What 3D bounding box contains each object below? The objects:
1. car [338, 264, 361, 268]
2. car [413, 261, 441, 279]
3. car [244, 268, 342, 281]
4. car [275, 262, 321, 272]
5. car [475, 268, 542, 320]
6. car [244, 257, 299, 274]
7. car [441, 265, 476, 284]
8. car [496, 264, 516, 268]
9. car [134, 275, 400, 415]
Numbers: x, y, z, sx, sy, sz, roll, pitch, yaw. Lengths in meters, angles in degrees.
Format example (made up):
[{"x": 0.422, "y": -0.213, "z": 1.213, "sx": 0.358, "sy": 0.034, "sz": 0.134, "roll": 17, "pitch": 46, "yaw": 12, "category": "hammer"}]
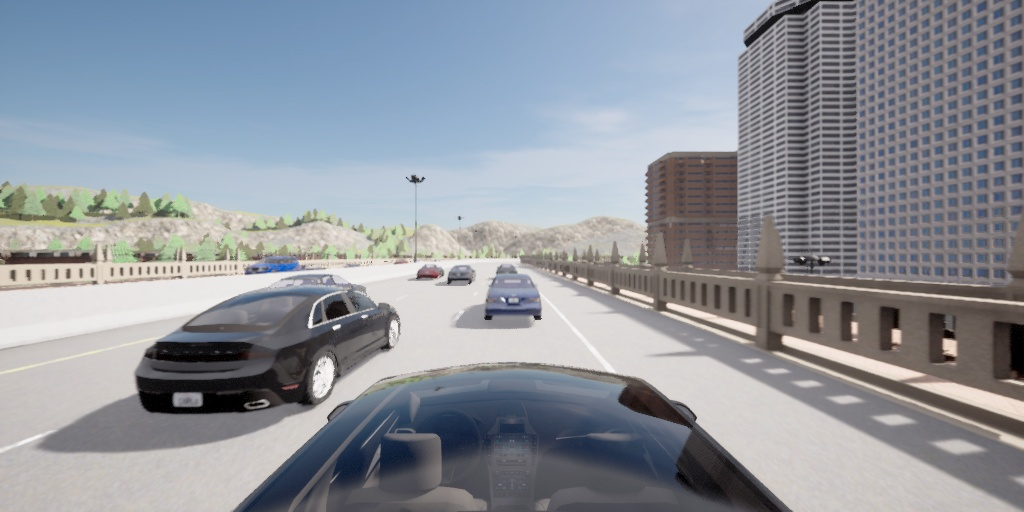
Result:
[{"x": -14.695, "y": 1.413, "z": 32.653, "sx": 1.994, "sy": 1.385, "sz": 4.181, "roll": 0, "pitch": 0, "yaw": -2, "category": "car"}, {"x": -7.524, "y": 1.416, "z": 33.440, "sx": 1.994, "sy": 1.385, "sz": 4.181, "roll": 0, "pitch": 0, "yaw": -2, "category": "car"}, {"x": -6.992, "y": 1.333, "z": 12.819, "sx": 2.033, "sy": 1.411, "sz": 5.357, "roll": 0, "pitch": 0, "yaw": -1, "category": "car"}, {"x": -18.165, "y": 1.446, "z": 31.501, "sx": 1.895, "sy": 1.301, "sz": 4.718, "roll": 0, "pitch": 0, "yaw": -2, "category": "car"}, {"x": 0.008, "y": 1.334, "z": 12.844, "sx": 2.033, "sy": 1.411, "sz": 5.357, "roll": 0, "pitch": 0, "yaw": -1, "category": "car"}, {"x": -21.705, "y": 1.071, "z": 32.853, "sx": 2.150, "sy": 2.045, "sz": 5.566, "roll": 0, "pitch": 0, "yaw": -2, "category": "car"}, {"x": -3.865, "y": 1.382, "z": 27.952, "sx": 2.033, "sy": 1.411, "sz": 5.357, "roll": 0, "pitch": 0, "yaw": -2, "category": "car"}, {"x": -0.524, "y": 1.418, "z": 33.572, "sx": 1.994, "sy": 1.385, "sz": 4.181, "roll": 0, "pitch": 0, "yaw": -2, "category": "car"}, {"x": -3.453, "y": 1.271, "z": 6.247, "sx": 1.837, "sy": 1.490, "sz": 4.892, "roll": 0, "pitch": 0, "yaw": 0, "category": "car"}]
